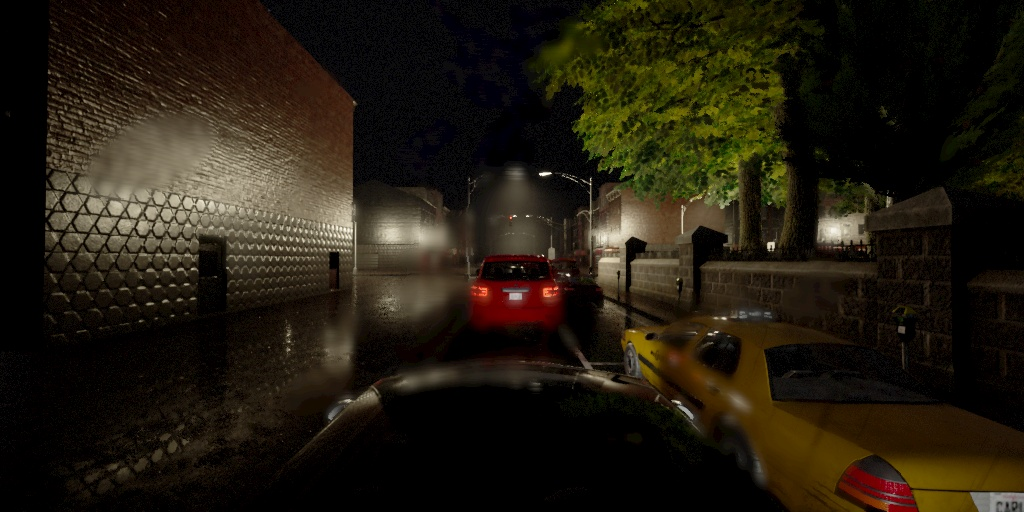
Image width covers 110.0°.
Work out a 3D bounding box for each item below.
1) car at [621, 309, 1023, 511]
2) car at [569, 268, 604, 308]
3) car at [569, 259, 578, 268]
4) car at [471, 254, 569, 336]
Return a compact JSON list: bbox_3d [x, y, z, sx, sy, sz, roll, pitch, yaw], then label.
[{"bbox_3d":[2.637,1.276,4.189,1.751,1.417,4.829,0,0,0],"label":"car"},{"bbox_3d":[2.632,1.338,14.917,1.802,1.307,4.207,0,0,0],"label":"car"},{"bbox_3d":[2.630,1.076,20.366,2.192,1.841,5.009,0,0,0],"label":"car"},{"bbox_3d":[0.096,0.974,10.504,2.150,2.045,5.566,0,0,0],"label":"car"}]
